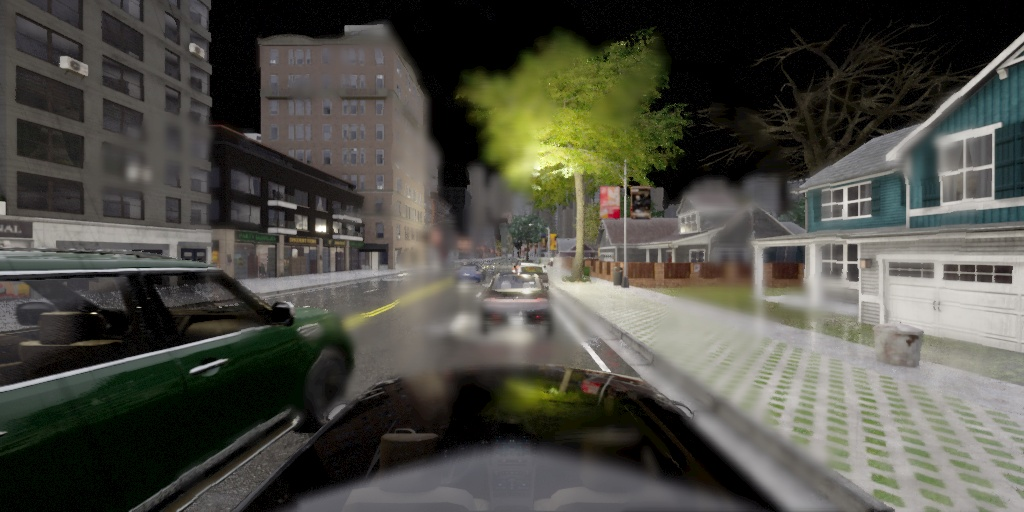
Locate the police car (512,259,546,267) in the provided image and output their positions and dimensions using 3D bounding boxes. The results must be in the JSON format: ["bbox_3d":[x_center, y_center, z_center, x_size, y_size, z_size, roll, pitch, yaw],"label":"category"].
[{"bbox_3d":[1.059,1.166,20.684,1.930,1.638,5.238,0,0,0],"label":"police car"}]

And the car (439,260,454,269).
[{"bbox_3d":[-9.608,1.274,54.043,1.994,1.385,4.181,0,0,0],"label":"car"}]

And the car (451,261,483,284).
[{"bbox_3d":[-3.039,1.298,26.867,1.994,1.385,4.181,0,0,0],"label":"car"}]

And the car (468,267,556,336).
[{"bbox_3d":[0.137,1.239,10.435,2.128,1.511,4.902,0,0,0],"label":"car"}]

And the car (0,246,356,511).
[{"bbox_3d":[-3.148,0.970,2.391,2.150,2.045,5.566,0,0,0],"label":"car"}]
